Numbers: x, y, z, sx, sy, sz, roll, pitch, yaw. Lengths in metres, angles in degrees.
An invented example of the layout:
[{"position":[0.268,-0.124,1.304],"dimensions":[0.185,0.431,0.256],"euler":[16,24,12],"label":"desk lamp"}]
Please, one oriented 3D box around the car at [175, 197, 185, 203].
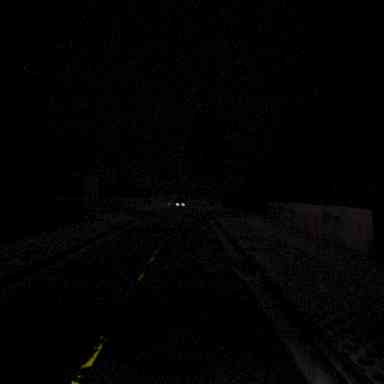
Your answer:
[{"position":[-2.612,1.833,74.383],"dimensions":[1.994,1.385,4.181],"euler":[0,0,1],"label":"car"}]
